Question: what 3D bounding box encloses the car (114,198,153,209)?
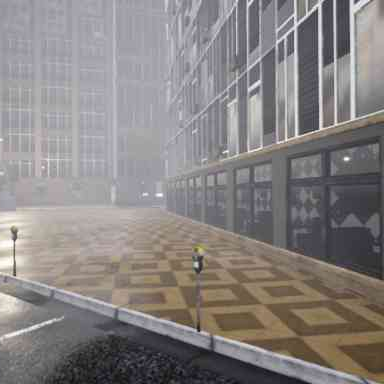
[{"bbox_3d":[-7.380,1.374,41.668,4.718,1.301,1.895,0,0,-13],"label":"car"}]
